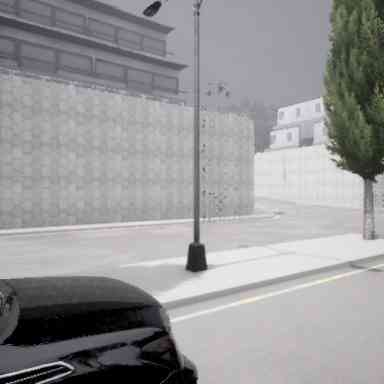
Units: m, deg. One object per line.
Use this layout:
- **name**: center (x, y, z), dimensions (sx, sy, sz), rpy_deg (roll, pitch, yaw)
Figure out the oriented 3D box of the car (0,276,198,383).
- **car**: center (-2.610, 1.222, 1.884), dimensions (5.566, 2.045, 2.150), rpy_deg (0, 0, -35)
